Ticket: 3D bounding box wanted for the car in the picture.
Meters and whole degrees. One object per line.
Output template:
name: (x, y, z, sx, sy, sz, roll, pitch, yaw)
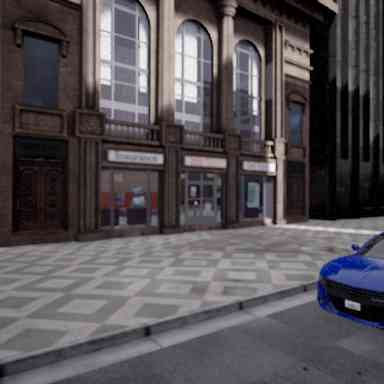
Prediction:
car: (4.527, 1.491, 6.623, 5.008, 1.535, 1.882, 0, 0, -36)
